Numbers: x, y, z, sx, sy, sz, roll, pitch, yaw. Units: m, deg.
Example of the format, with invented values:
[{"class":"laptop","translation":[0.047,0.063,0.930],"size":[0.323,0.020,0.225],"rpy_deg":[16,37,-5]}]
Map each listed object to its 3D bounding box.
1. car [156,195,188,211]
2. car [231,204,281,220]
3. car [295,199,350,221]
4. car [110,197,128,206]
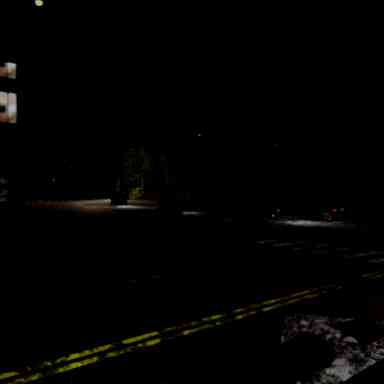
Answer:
[{"class":"car","translation":[-2.664,1.375,43.436],"size":[2.150,2.045,5.566],"rpy_deg":[-1,0,-33]},{"class":"car","translation":[5.773,1.736,30.480],"size":[1.895,1.301,4.718],"rpy_deg":[-1,0,-34]},{"class":"car","translation":[11.007,1.446,28.451],"size":[2.097,1.767,4.553],"rpy_deg":[-1,0,-28]},{"class":"car","translation":[-13.149,1.663,59.746],"size":[2.128,1.511,4.902],"rpy_deg":[-1,0,-33]}]
